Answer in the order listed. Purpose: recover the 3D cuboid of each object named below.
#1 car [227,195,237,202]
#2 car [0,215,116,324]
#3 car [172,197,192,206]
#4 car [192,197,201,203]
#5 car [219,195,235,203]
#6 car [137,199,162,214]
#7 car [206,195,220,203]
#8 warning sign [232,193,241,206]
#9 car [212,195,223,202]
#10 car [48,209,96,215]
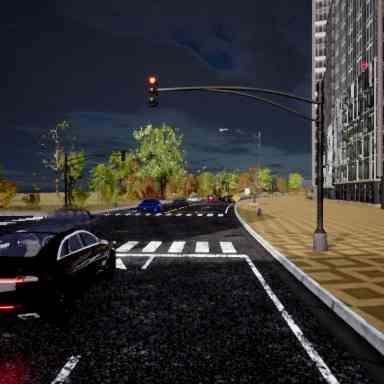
[{"bbox_3d":[9.621,1.498,80.376,1.882,1.535,5.008,0,0,14],"label":"car"},{"bbox_3d":[-2.993,1.491,7.121,2.128,1.511,4.902,0,0,1],"label":"car"},{"bbox_3d":[-1.948,1.552,55.447,2.033,1.411,5.357,0,0,9],"label":"car"},{"bbox_3d":[0.572,1.611,69.323,1.895,1.301,4.718,0,0,11],"label":"car"},{"bbox_3d":[7.488,1.493,70.118,1.882,1.535,5.008,0,0,12],"label":"car"},{"bbox_3d":[-4.523,1.477,36.127,1.882,1.535,5.008,0,0,6],"label":"car"},{"bbox_3d":[4.370,1.366,71.171,2.097,1.767,4.553,0,0,12],"label":"car"},{"bbox_3d":[6.460,1.122,48.222,1.300,1.860,1.060,0,0,8],"label":"warning sign"},{"bbox_3d":[6.327,1.495,80.564,1.882,1.535,5.008,0,0,14],"label":"car"},{"bbox_3d":[-6.097,1.546,16.362,2.033,1.411,5.357,0,0,3],"label":"car"}]
